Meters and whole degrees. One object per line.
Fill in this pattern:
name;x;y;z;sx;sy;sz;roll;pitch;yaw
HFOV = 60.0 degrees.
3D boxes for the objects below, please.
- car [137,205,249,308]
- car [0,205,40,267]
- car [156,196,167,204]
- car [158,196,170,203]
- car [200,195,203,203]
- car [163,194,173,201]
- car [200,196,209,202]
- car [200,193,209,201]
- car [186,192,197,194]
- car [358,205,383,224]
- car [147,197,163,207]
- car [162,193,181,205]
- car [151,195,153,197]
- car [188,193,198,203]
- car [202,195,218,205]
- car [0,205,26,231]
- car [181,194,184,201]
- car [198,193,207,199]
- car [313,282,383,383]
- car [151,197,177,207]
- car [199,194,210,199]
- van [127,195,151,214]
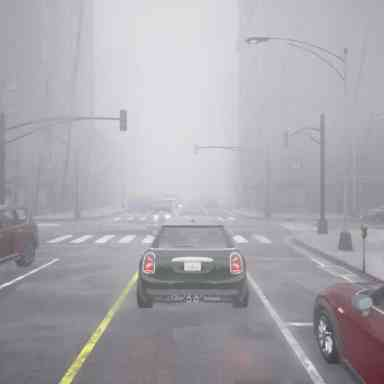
car;0.021;1.352;8.076;2.097;1.767;4.553;0;0;0
car;-5.846;1.314;8.658;2.192;1.841;5.009;0;0;0
car;-5.767;1.515;63.415;1.752;1.417;4.829;0;0;0
car;-5.758;1.539;69.181;2.008;1.369;4.403;0;0;0
car;2.743;1.544;52.404;2.008;1.369;4.403;0;0;0
car;-5.742;1.301;80.372;2.192;1.841;5.009;0;0;0
car;2.776;1.569;74.781;1.802;1.307;4.206;0;0;0
car;3.125;1.210;86.603;2.150;2.045;5.566;0;0;0
car;0.110;1.361;76.595;1.812;1.442;4.674;0;0;0
car;14.411;1.516;23.753;4.674;1.442;1.812;0;0;1
car;-5.783;1.537;52.394;1.887;1.381;4.507;0;0;0
car;-3.034;1.214;47.296;2.150;2.045;5.566;0;0;0
car;-5.799;1.310;41.202;2.192;1.841;5.009;0;0;0
car;0.150;1.515;66.629;1.812;1.442;4.674;0;0;0
car;2.735;1.519;46.979;1.752;1.417;4.829;0;0;0
car;-12.837;1.531;20.148;4.674;1.442;1.812;0;0;4
car;-2.964;1.591;62.319;1.895;1.301;4.718;0;0;1
car;2.759;1.305;63.592;2.192;1.841;5.009;0;0;0
car;2.672;1.440;3.148;1.967;1.590;4.097;0;0;0
car;-3.050;1.543;36.060;2.033;1.411;5.357;0;0;0
car;2.751;1.557;57.998;1.947;1.339;4.313;0;0;0
van;-5.807;1.337;35.606;1.690;1.788;3.998;0;0;0
